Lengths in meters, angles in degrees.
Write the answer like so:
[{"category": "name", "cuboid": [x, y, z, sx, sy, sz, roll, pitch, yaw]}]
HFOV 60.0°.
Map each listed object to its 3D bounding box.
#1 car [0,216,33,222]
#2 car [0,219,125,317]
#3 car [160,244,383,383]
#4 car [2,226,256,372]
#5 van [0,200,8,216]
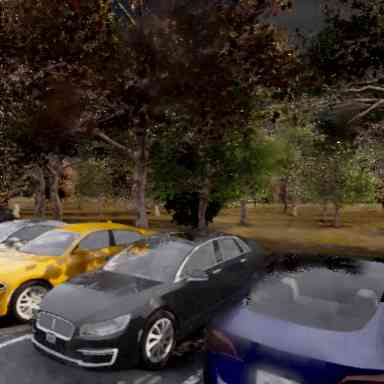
[{"category": "car", "cuboid": [-4.814, 1.521, 9.197, 2.002, 1.452, 4.674, 0, 0, 35]}, {"category": "car", "cuboid": [-2.544, 1.480, 7.582, 2.097, 1.535, 5.008, 0, 0, 35]}, {"category": "car", "cuboid": [2.002, 1.509, 4.368, 2.163, 1.488, 4.792, 0, 0, 36]}, {"category": "car", "cuboid": [-0.276, 1.481, 5.966, 2.231, 1.521, 4.892, 0, 0, 35]}, {"category": "van", "cuboid": [-9.417, 1.253, 12.334, 1.878, 1.987, 4.442, 0, 0, 35]}]
